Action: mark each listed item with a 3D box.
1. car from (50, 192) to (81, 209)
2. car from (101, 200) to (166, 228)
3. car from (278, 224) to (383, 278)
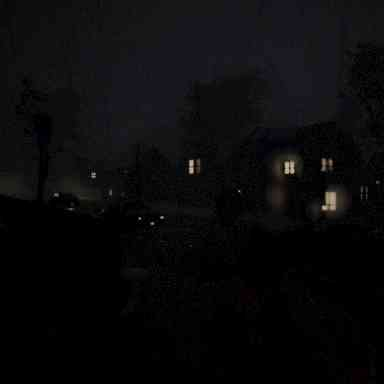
[{"bbox_3d":[-11.933,0.784,31.215,2.128,1.511,4.902,0,1,-36],"label":"car"},{"bbox_3d":[-3.647,1.211,19.715,2.033,1.411,5.357,0,2,-36],"label":"car"},{"bbox_3d":[4.929,1.635,9.230,4.718,1.301,1.895,2,2,44],"label":"car"}]
